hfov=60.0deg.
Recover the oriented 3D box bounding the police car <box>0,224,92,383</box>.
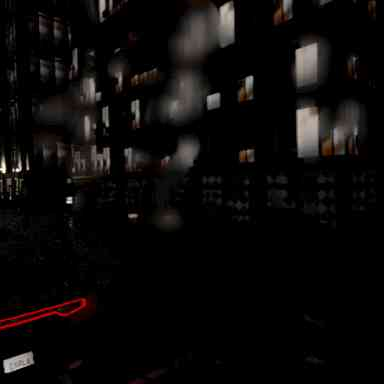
[{"bbox_3d":[-3.389,1.411,5.034,1.930,1.638,5.238,-2,1,-43],"label":"police car"}]
